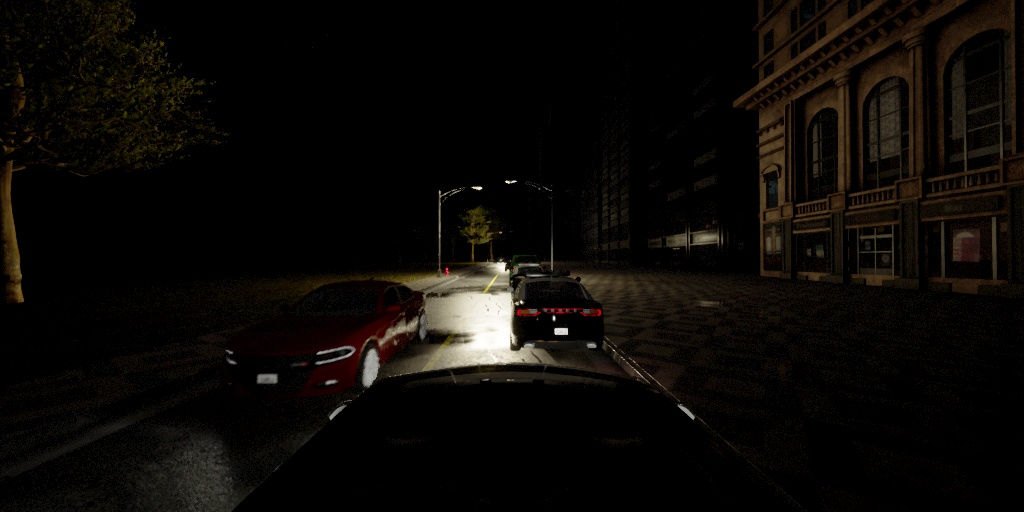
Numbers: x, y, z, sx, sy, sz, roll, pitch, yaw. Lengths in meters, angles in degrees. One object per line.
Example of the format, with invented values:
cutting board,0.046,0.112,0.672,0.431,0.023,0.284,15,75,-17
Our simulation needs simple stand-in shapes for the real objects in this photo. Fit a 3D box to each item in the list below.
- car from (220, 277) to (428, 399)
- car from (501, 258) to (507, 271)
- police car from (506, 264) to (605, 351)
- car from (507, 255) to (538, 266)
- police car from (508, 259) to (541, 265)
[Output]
car,-3.001,1.228,6.894,1.882,1.535,5.008,0,0,0
car,0.016,1.253,46.584,2.033,1.411,5.357,0,0,1
police car,0.899,1.175,9.132,1.930,1.638,5.238,0,0,0
car,0.895,0.963,25.054,2.150,2.045,5.566,0,0,0
police car,0.898,1.170,19.133,1.930,1.638,5.238,0,0,0
